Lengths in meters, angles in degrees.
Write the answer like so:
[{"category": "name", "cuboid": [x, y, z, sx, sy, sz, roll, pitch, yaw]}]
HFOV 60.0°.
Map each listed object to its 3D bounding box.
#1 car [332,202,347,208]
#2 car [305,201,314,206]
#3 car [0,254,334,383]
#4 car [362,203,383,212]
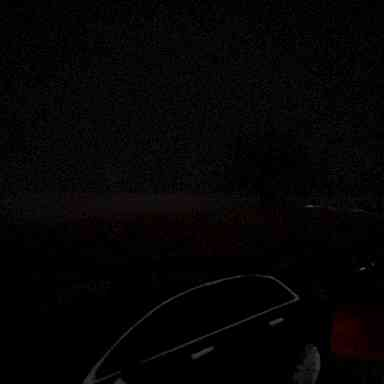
[{"category": "car", "cuboid": [30.241, 2.678, 68.271, 1.895, 1.301, 4.718, 1, -1, 10]}, {"category": "car", "cuboid": [30.499, 2.932, 86.369, 1.994, 1.385, 4.181, 1, -1, 11]}, {"category": "car", "cuboid": [-0.408, 1.519, 3.423, 4.892, 1.490, 1.837, 0, 0, -39]}, {"category": "car", "cuboid": [27.252, 2.352, 49.999, 1.895, 1.301, 4.718, 1, -1, 10]}]
